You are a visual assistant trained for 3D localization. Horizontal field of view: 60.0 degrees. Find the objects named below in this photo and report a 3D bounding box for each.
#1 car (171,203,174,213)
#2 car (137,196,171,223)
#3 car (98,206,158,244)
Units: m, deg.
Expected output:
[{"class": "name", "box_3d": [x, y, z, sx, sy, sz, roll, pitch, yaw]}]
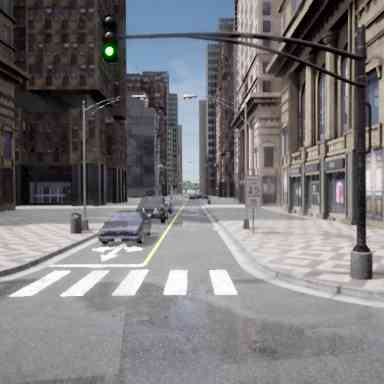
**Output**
[{"class": "car", "box_3d": [-3.104, 1.666, 37.106, 1.812, 1.442, 4.674, 0, 0, 0]}, {"class": "car", "box_3d": [-3.117, 1.335, 26.775, 2.150, 2.045, 5.566, 0, 0, -1]}, {"class": "car", "box_3d": [-3.114, 1.634, 16.556, 2.033, 1.411, 5.357, 0, 0, 0]}]
